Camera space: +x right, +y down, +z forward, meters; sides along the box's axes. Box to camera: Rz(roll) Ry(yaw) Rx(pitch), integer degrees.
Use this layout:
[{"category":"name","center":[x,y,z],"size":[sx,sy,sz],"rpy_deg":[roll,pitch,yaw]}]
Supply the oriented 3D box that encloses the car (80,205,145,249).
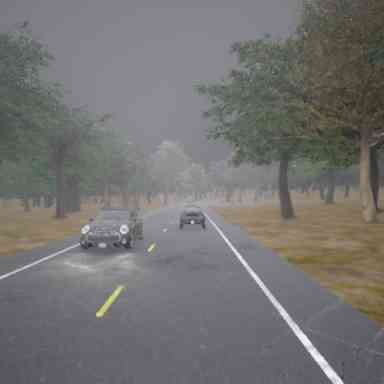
[{"category":"car","center":[-3.514,1.533,15.360],"size":[2.097,1.767,4.553],"rpy_deg":[0,-1,0]}]

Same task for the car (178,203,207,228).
[{"category":"car","center":[0.049,1.809,24.887],"size":[1.837,1.490,4.892],"rpy_deg":[0,0,0]}]
